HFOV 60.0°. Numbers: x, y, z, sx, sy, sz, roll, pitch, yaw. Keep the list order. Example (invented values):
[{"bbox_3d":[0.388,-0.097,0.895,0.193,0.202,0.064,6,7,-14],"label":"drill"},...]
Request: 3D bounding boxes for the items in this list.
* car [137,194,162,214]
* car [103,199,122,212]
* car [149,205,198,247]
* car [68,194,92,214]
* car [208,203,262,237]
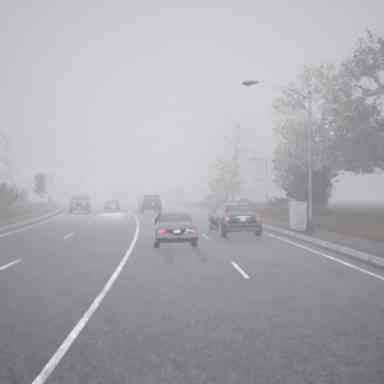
[{"bbox_3d":[-4.579,1.264,35.740,2.150,2.045,5.566,0,0,-14],"label":"car"},{"bbox_3d":[-9.554,1.542,39.872,2.128,1.511,4.902,0,0,-16],"label":"car"},{"bbox_3d":[-0.850,1.564,15.264,2.033,1.411,5.357,0,0,-6],"label":"car"},{"bbox_3d":[-12.211,1.270,36.497,2.150,2.045,5.566,0,0,-16],"label":"car"},{"bbox_3d":[2.239,1.367,18.355,2.097,1.767,4.553,0,0,-7],"label":"car"}]
